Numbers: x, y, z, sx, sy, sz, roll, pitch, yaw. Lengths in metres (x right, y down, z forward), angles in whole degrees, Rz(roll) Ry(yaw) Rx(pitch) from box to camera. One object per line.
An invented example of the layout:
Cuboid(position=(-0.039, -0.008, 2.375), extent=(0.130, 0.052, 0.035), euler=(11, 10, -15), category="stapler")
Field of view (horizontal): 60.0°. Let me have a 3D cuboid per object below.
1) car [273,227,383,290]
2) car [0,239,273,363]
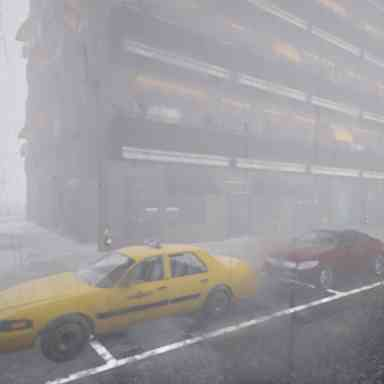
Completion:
Cuboid(position=(3.836, 1.676, 9.286), extent=(4.206, 1.307, 1.802), euler=(1, 0, -35), category="car")
Cuboid(position=(-0.937, 1.554, 5.885), extent=(4.829, 1.417, 1.752), euler=(1, 0, -35), category="car")
